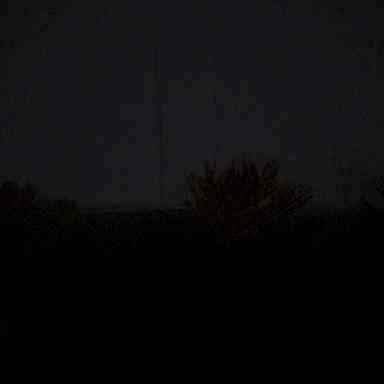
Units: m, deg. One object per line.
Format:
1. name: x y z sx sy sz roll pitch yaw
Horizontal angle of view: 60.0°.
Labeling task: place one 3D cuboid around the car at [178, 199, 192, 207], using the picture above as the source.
1. car: -0.485 2.026 60.575 2.128 1.511 4.902 -1 -1 36
